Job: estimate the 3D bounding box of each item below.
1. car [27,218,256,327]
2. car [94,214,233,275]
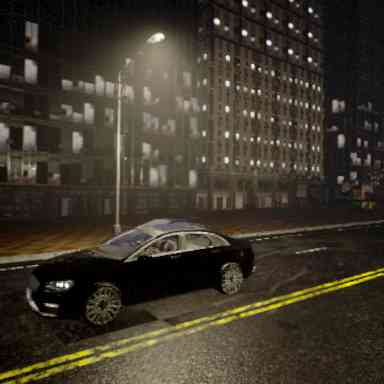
[{"bbox_3d":[-0.789,1.497,7.115,4.902,1.511,2.128,0,0,-36],"label":"car"},{"bbox_3d":[-0.853,1.572,11.061,4.181,1.385,1.994,0,0,-35],"label":"car"}]
